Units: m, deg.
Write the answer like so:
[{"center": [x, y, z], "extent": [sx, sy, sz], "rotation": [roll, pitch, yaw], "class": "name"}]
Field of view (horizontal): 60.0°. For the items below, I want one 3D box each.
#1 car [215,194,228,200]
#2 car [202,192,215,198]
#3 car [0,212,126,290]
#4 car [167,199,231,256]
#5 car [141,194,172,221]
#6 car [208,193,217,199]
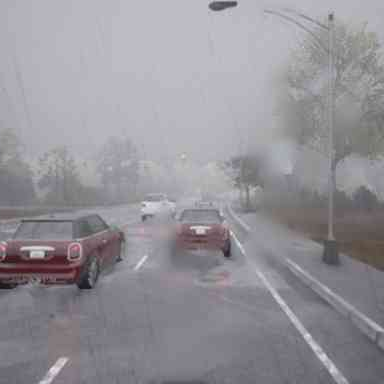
[{"center": [7.449, 1.484, 84.238], "extent": [1.895, 1.301, 4.718], "rotation": [0, 0, 10], "class": "car"}, {"center": [3.921, 1.109, 84.396], "extent": [2.150, 2.045, 5.566], "rotation": [0, 0, 10], "class": "car"}, {"center": [-3.258, 1.338, 9.202], "extent": [2.097, 1.767, 4.553], "rotation": [0, 0, 1], "class": "car"}, {"center": [0.347, 1.336, 13.292], "extent": [2.097, 1.767, 4.553], "rotation": [0, 0, 2], "class": "car"}, {"center": [-2.593, 1.178, 26.603], "extent": [2.150, 2.045, 5.566], "rotation": [0, -1, 3], "class": "car"}, {"center": [5.968, 1.208, 95.378], "extent": [1.882, 1.535, 5.008], "rotation": [0, 0, 12], "class": "car"}]
